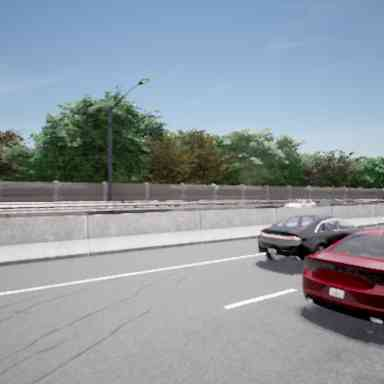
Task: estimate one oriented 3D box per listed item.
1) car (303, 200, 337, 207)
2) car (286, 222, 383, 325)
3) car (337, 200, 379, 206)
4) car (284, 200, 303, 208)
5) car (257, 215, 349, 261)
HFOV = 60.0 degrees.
[{"bbox_3d":[14.470,1.575,35.241,5.008,1.535,1.882,0,0,-34],"label":"car"},{"bbox_3d":[4.371,1.493,6.819,5.008,1.535,1.882,0,0,-35],"label":"car"},{"bbox_3d":[16.685,1.609,32.510,4.892,1.490,1.837,0,0,-34],"label":"car"},{"bbox_3d":[12.604,1.620,38.202,4.674,1.442,1.812,0,0,-34],"label":"car"},{"bbox_3d":[4.325,1.511,11.061,4.902,1.511,2.128,0,0,-35],"label":"car"}]
